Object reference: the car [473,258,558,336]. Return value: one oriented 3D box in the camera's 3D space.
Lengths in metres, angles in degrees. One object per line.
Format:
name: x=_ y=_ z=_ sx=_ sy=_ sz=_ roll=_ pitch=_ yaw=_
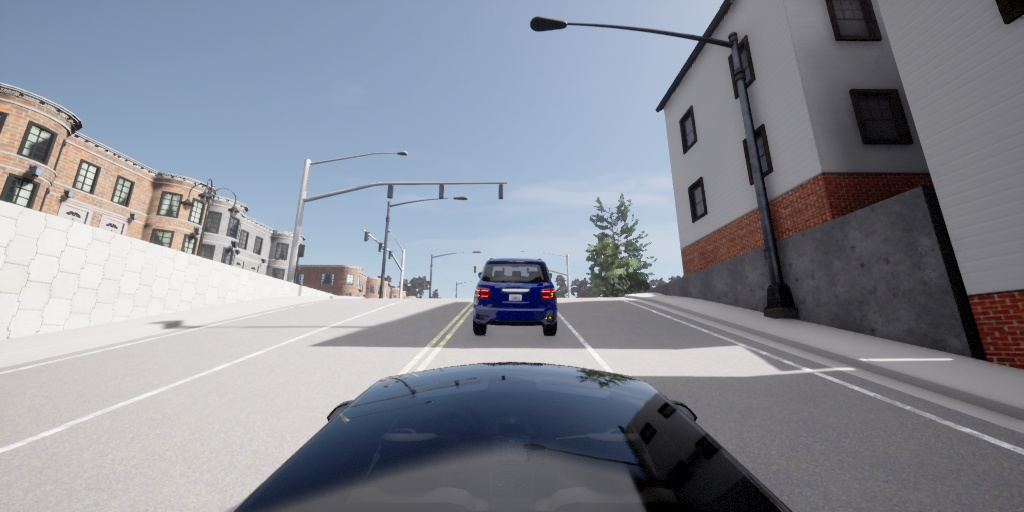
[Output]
car: x=0.094 y=1.097 z=11.036 sx=2.150 sy=2.045 sz=5.566 roll=1 pitch=-1 yaw=0
